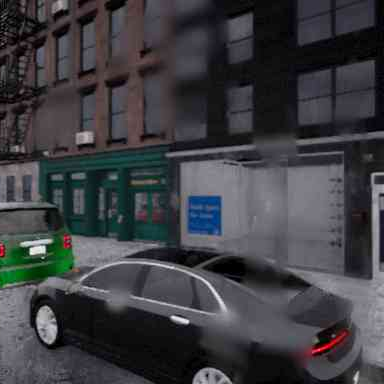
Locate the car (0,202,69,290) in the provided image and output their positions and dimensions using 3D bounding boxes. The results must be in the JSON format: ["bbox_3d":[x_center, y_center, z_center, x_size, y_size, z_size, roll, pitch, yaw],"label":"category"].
[{"bbox_3d":[-5.231,1.254,8.223,5.566,2.045,2.150,0,0,36],"label":"car"}]

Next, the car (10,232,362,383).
[{"bbox_3d":[-0.375,1.537,4.648,4.892,1.490,1.837,0,0,36],"label":"car"}]
